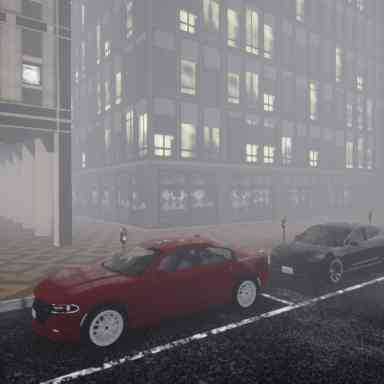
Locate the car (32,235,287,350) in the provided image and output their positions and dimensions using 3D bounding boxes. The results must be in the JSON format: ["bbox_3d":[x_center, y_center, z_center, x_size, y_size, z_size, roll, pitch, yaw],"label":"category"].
[{"bbox_3d":[-0.500,1.544,6.206,4.507,1.381,1.887,0,0,-35],"label":"car"}]

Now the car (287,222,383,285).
[{"bbox_3d":[4.139,1.564,9.513,4.313,1.339,1.947,0,0,-35],"label":"car"}]
